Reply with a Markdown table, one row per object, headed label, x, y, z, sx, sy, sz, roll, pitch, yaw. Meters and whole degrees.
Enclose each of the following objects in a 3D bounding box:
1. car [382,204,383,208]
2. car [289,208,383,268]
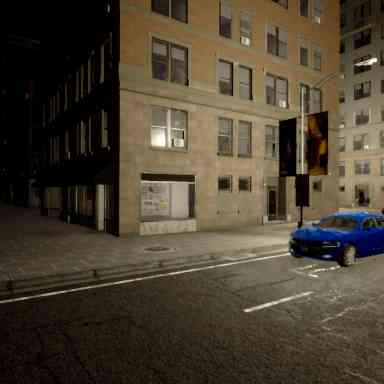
| label | x | y | z | sx | sy | sz | roll | pitch | yaw |
| --- | --- | --- | --- | --- | --- | --- | --- | --- | --- |
| car | 18.856 | 1.345 | 28.416 | 2.097 | 1.767 | 4.553 | 0 | 0 | -35 |
| car | 5.454 | 1.479 | 11.509 | 5.008 | 1.535 | 1.882 | 0 | 0 | -35 |
